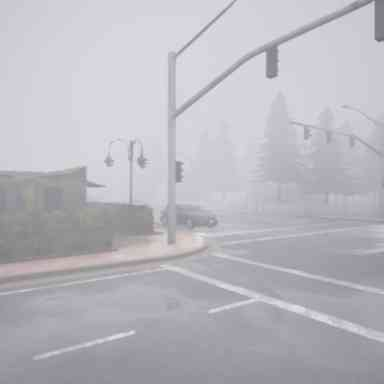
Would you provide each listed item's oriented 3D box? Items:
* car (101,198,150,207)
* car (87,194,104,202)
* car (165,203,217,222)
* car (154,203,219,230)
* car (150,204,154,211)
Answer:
[{"bbox_3d":[-5.949,1.537,29.298,1.837,1.490,4.892,0,0,-37],"label":"car"},{"bbox_3d":[-12.380,1.253,37.865,2.150,2.045,5.566,0,0,-37],"label":"car"},{"bbox_3d":[-0.183,1.643,27.453,1.895,1.301,4.718,0,0,-37],"label":"car"},{"bbox_3d":[-0.293,1.538,21.771,1.837,1.490,4.892,0,0,-37],"label":"car"},{"bbox_3d":[-5.647,1.533,34.724,2.128,1.511,4.902,0,0,-37],"label":"car"}]
